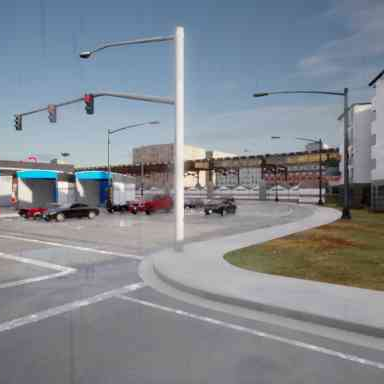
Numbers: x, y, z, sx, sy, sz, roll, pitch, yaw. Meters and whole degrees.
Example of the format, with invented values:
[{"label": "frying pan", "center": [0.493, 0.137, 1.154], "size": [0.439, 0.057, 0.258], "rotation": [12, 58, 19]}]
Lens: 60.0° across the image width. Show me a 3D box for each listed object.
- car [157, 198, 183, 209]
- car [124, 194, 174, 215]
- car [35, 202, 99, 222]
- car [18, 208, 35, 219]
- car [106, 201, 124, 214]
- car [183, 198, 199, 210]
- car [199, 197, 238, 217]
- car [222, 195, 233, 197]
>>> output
[{"label": "car", "center": [-2.927, 1.547, 46.016], "size": [2.033, 1.411, 5.357], "rotation": [0, 0, 15]}, {"label": "car", "center": [-4.104, 1.221, 34.405], "size": [2.150, 2.045, 5.566], "rotation": [0, 0, 30]}, {"label": "car", "center": [-9.567, 1.526, 26.468], "size": [1.812, 1.442, 4.674], "rotation": [0, 0, 36]}, {"label": "car", "center": [-12.270, 1.601, 28.650], "size": [1.895, 1.301, 4.718], "rotation": [0, 0, 37]}, {"label": "car", "center": [-7.084, 1.601, 36.209], "size": [1.895, 1.301, 4.718], "rotation": [0, 0, 30]}, {"label": "car", "center": [0.148, 1.547, 44.088], "size": [2.033, 1.411, 5.357], "rotation": [0, 0, 16]}, {"label": "car", "center": [2.852, 1.505, 32.106], "size": [1.837, 1.490, 4.892], "rotation": [0, 0, 29]}, {"label": "car", "center": [7.106, 1.356, 69.267], "size": [2.097, 1.767, 4.553], "rotation": [0, 0, -18]}]
